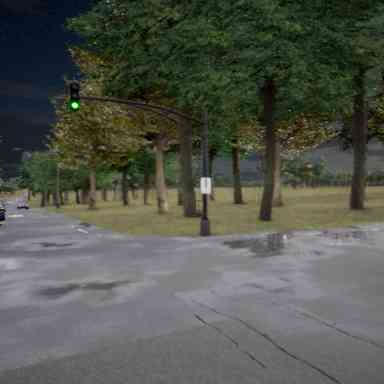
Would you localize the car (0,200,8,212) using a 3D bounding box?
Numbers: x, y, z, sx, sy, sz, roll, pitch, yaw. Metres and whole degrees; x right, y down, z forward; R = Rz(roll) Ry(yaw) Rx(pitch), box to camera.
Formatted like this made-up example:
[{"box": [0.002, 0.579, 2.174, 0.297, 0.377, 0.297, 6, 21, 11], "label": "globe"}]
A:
[{"box": [-28.749, 2.117, 49.719, 2.097, 1.767, 4.553, 0, -1, -29], "label": "car"}]

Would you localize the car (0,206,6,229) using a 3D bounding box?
[{"box": [-14.188, 1.862, 22.996, 1.895, 1.301, 4.718, 0, -1, -29], "label": "car"}]

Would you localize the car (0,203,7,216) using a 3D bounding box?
[{"box": [-23.794, 2.096, 40.694, 2.033, 1.411, 5.357, 0, -1, -29], "label": "car"}]

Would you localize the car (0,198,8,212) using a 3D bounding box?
[{"box": [-18.916, 1.614, 31.657, 2.150, 2.045, 5.566, 0, -1, -29], "label": "car"}]

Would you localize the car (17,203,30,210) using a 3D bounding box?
[{"box": [-30.709, 2.656, 60.562, 1.895, 1.301, 4.718, 0, -2, -29], "label": "car"}]
